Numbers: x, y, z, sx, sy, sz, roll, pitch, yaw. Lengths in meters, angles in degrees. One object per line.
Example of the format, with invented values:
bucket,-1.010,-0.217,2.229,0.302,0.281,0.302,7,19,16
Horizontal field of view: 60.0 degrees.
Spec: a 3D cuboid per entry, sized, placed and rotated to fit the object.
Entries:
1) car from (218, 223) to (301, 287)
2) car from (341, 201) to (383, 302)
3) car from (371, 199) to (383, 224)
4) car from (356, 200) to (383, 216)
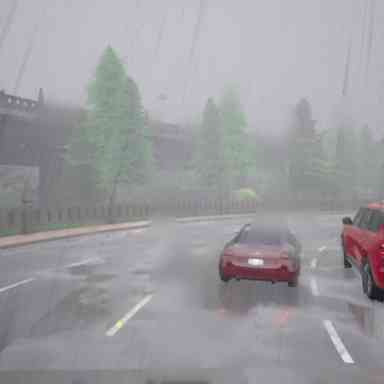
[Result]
car,2.107,1.603,9.670,1.994,1.385,4.181,0,0,18
car,5.149,1.265,8.193,2.150,2.045,5.566,0,0,17
car,16.379,1.482,26.003,4.553,1.767,2.097,0,0,-29
car,20.199,1.661,35.093,4.902,1.511,2.128,0,0,-15
